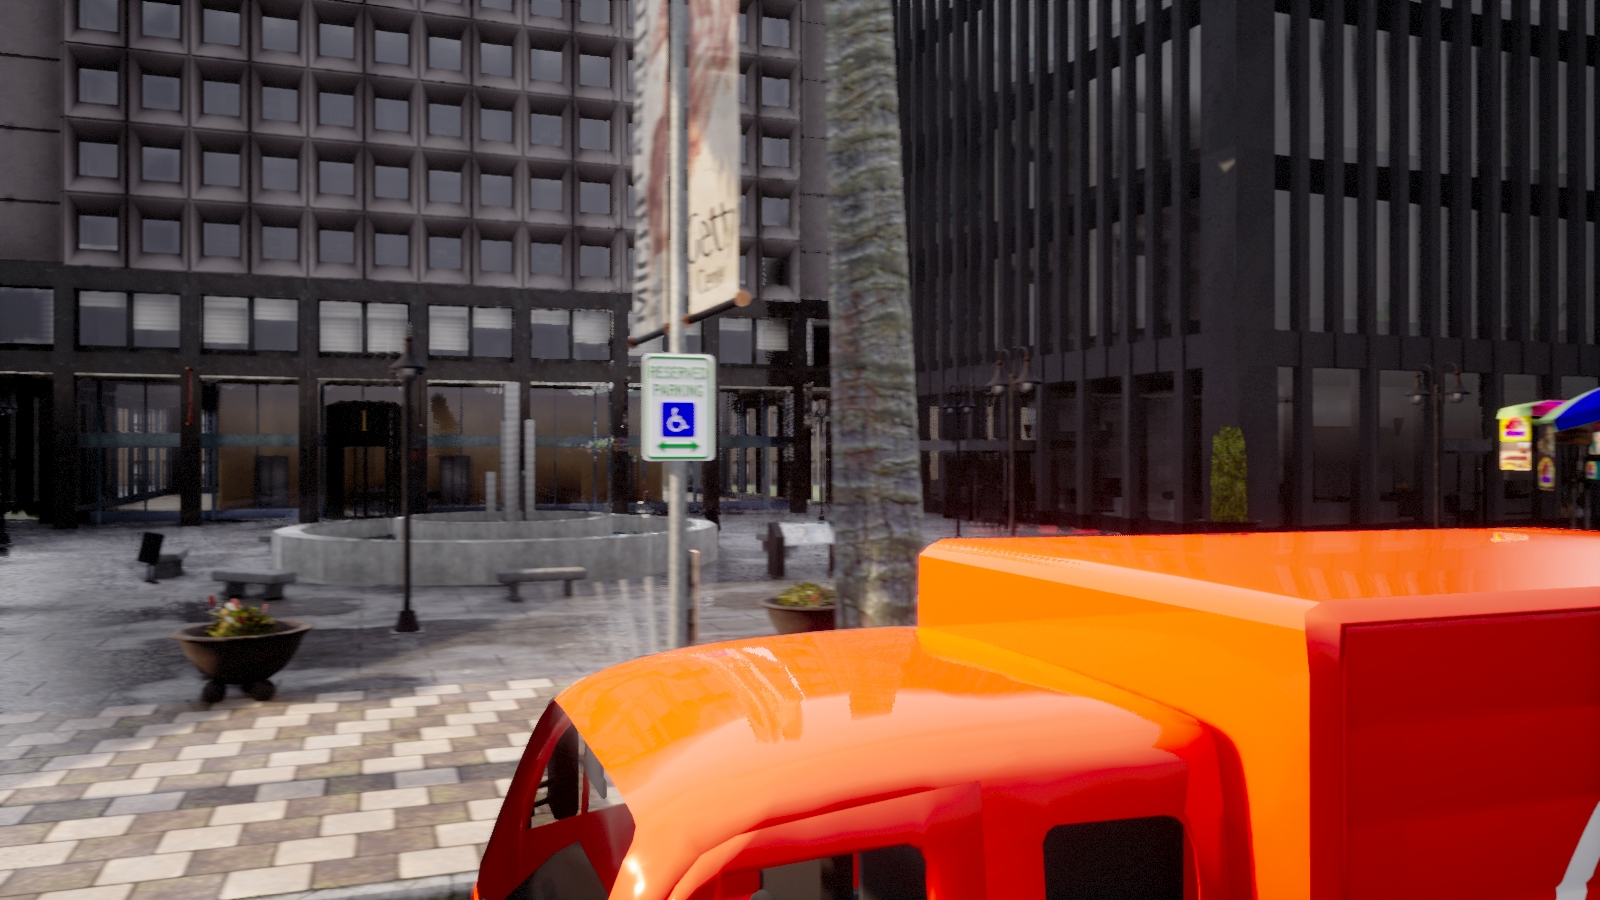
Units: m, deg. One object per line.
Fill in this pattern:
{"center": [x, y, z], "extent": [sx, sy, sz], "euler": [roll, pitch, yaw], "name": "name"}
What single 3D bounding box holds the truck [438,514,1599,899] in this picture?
{"center": [1.562, 1.568, 3.866], "extent": [5.204, 2.467, 2.627], "euler": [0, 0, -20], "name": "truck"}
